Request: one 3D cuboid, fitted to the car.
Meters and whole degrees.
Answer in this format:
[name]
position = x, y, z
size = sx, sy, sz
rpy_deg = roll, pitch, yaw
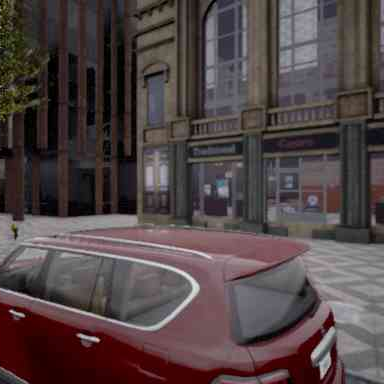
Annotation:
[car]
position = -0.986, 1.311, 3.785
size = 5.009, 1.841, 2.192
rpy_deg = 0, 0, 36
